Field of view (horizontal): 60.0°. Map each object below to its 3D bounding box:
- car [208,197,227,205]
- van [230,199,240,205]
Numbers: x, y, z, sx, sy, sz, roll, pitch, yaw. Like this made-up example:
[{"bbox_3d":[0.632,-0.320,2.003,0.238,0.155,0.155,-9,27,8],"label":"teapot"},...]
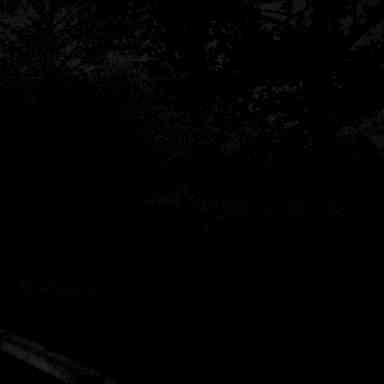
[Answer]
[{"bbox_3d":[6.823,2.462,90.147,2.435,2.045,5.566,5,1,44],"label":"car"},{"bbox_3d":[10.621,2.726,94.057,1.878,1.987,4.442,5,1,44],"label":"van"}]
